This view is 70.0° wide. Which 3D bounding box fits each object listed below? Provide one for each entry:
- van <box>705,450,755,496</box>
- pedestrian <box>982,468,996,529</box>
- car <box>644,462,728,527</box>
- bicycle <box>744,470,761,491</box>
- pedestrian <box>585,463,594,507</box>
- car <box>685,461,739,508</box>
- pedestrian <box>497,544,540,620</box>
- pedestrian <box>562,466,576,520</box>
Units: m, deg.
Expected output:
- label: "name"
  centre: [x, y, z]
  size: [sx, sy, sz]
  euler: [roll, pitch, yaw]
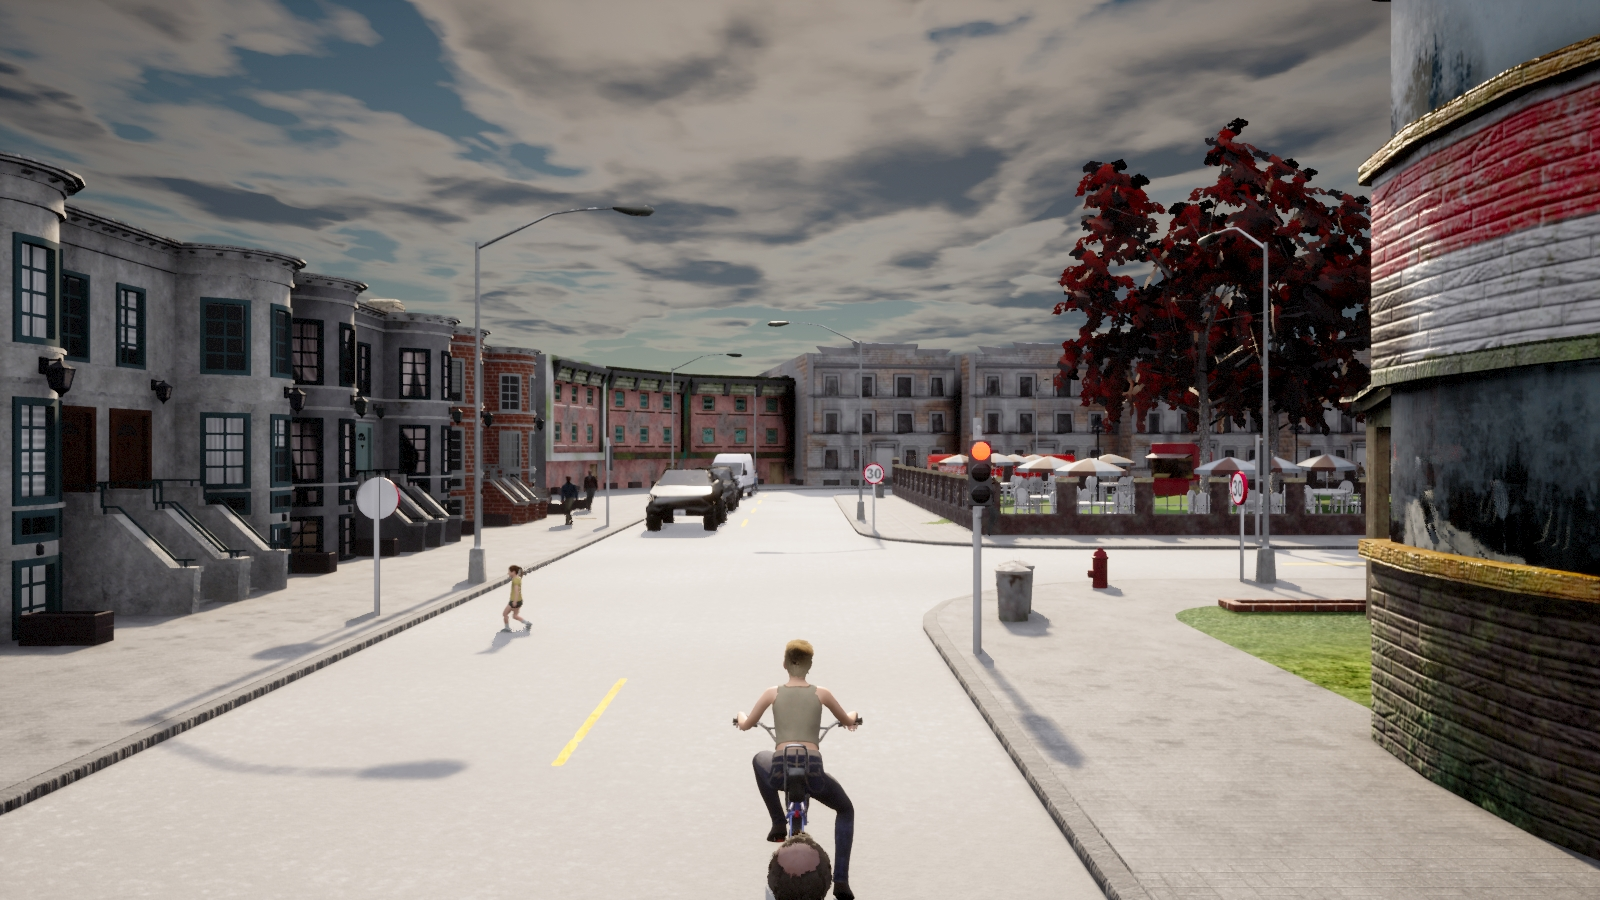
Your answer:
- label: "van"
  centre: [-4.016, 1.289, 66.883]
  size: [1.988, 2.561, 5.915]
  euler: [0, 0, 6]
- label: "pedestrian"
  centre: [5.828, 1.502, 35.308]
  size: [0.375, 1.860, 0.375]
  euler: [0, 0, 2]
- label: "car"
  centre: [-4.008, 1.517, 41.156]
  size: [2.390, 2.098, 6.274]
  euler: [0, 0, 0]
- label: "bicycle"
  centre: [-3.016, 1.909, 72.659]
  size: [0.373, 1.296, 1.643]
  euler: [0, 0, 23]
- label: "pedestrian"
  centre: [-9.072, 1.506, 49.276]
  size: [0.375, 1.860, 0.375]
  euler: [0, 0, -6]
- label: "car"
  centre: [-4.042, 1.540, 53.384]
  size: [2.150, 2.045, 5.566]
  euler: [0, 0, 0]
- label: "pedestrian"
  centre: [-4.293, 2.001, 17.443]
  size: [0.500, 1.100, 0.500]
  euler: [0, 0, 3]
- label: "pedestrian"
  centre: [-8.116, 1.508, 40.079]
  size: [0.375, 1.860, 0.375]
  euler: [0, 0, 7]
